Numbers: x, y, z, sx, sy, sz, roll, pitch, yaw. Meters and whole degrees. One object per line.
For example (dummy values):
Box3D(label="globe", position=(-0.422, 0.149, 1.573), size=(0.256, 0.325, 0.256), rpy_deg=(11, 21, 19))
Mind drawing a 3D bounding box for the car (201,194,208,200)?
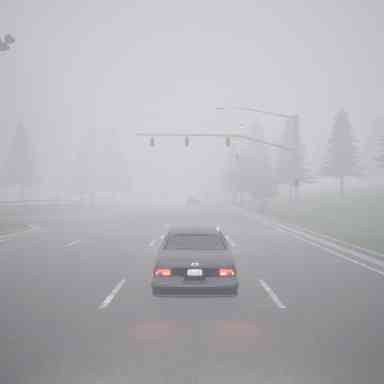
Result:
Box3D(label="car", position=(3.586, 1.310, 93.813), size=(1.882, 1.535, 5.008), rpy_deg=(0, 0, 0))

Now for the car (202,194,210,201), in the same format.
Box3D(label="car", position=(3.576, 1.492, 83.393), size=(1.837, 1.490, 4.892), rpy_deg=(0, 0, 0))

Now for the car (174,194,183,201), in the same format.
Box3D(label="car", position=(-3.423, 1.517, 83.816), size=(1.812, 1.442, 4.674), rpy_deg=(0, 0, 0))

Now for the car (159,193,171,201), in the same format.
Box3D(label="car", position=(-6.924, 1.217, 83.433), size=(2.150, 2.045, 5.566), rpy_deg=(0, 0, 0))

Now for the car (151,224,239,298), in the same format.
Box3D(label="car", position=(0.074, 1.547, 8.714), size=(2.033, 1.411, 5.357), rpy_deg=(0, 0, 0))

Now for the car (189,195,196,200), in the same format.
Box3D(label="car", position=(0.086, 1.540, 94.230), size=(2.033, 1.411, 5.357), rpy_deg=(0, 0, 0))

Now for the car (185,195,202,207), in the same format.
Box3D(label="car", position=(0.046, 1.352, 52.754), size=(2.097, 1.767, 4.553), rpy_deg=(0, 0, 0))

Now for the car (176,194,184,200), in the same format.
Box3D(label="car", position=(-3.414, 1.357, 93.820), size=(2.128, 1.511, 4.902), rpy_deg=(0, 0, 0))

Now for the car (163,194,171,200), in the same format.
Box3D(label="car", position=(-6.914, 1.385, 93.823), size=(1.994, 1.385, 4.181), rpy_deg=(0, 0, 0))
